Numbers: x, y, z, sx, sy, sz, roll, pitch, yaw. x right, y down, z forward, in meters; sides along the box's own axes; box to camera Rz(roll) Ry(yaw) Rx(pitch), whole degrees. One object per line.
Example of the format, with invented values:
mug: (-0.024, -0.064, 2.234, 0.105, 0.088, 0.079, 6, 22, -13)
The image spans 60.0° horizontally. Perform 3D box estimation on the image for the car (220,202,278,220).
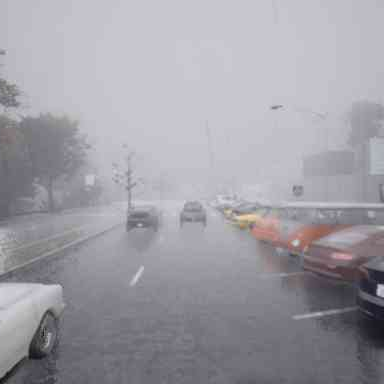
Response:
car: (5.057, 1.647, 29.576, 4.674, 1.452, 2.002, 1, 0, -20)

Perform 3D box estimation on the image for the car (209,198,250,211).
car: (5.064, 1.670, 44.483, 5.008, 1.535, 2.097, 1, 0, -20)

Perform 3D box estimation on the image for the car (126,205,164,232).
car: (-2.906, 1.609, 21.028, 1.837, 1.490, 4.892, 0, 0, 0)

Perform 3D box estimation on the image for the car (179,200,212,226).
car: (0.094, 1.597, 24.437, 2.128, 1.511, 4.902, 0, 0, 0)

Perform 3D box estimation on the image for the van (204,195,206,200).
van: (4.949, 1.528, 56.374, 4.442, 1.987, 1.878, 1, 0, -20)

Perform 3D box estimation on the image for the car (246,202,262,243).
car: (5.038, 1.461, 14.652, 4.553, 1.767, 2.185, 1, 0, -20)

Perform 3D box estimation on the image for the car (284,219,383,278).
car: (5.062, 1.601, 8.691, 4.674, 1.452, 2.002, 1, -1, -20)

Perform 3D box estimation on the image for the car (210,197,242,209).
car: (5.069, 1.639, 38.517, 4.892, 1.521, 2.231, 1, 0, -20)

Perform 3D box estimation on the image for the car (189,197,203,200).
car: (0.089, 1.666, 41.531, 1.837, 1.490, 4.892, 0, 0, 0)

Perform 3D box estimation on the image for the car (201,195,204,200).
car: (4.882, 1.773, 59.330, 5.366, 1.575, 1.946, 1, 0, -20)

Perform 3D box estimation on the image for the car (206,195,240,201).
car: (5.088, 1.401, 41.520, 5.566, 2.045, 2.435, 1, -1, -20)

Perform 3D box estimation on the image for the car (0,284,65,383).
car: (-2.902, 1.631, 3.089, 1.895, 1.301, 4.718, 0, -1, 0)

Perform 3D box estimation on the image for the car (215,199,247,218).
car: (4.889, 1.595, 26.528, 5.366, 1.575, 1.946, 1, 0, -20)

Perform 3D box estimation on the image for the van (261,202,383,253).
van: (4.961, 1.350, 11.625, 4.442, 1.987, 1.878, 1, 0, -20)

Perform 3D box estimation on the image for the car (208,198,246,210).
car: (5.051, 1.691, 47.468, 4.892, 1.521, 2.231, 1, -1, -20)

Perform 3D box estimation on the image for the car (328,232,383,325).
car: (5.094, 1.574, 5.719, 4.792, 1.488, 2.163, 1, -1, -20)

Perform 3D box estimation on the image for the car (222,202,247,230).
car: (4.890, 1.591, 20.561, 5.366, 1.575, 1.946, 1, 0, -20)
